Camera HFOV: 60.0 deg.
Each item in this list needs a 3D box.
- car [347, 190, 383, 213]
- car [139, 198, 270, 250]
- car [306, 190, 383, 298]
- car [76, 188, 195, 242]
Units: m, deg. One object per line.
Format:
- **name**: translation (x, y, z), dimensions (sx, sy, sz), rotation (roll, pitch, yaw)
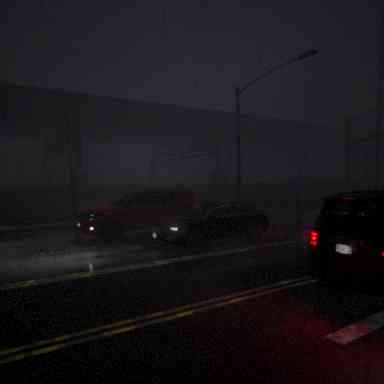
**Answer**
- **car**: translation (13.834, 0.673, 24.928), dimensions (4.674, 1.442, 1.812), rotation (-2, 2, -32)
- **car**: translation (0.794, 1.155, 12.740), dimensions (4.902, 1.511, 2.128), rotation (-2, 2, -32)
- **car**: translation (4.865, 0.955, 6.925), dimensions (5.566, 2.045, 2.150), rotation (-2, 2, -30)
- **car**: translation (-2.241, 0.888, 14.970), dimensions (5.566, 2.045, 2.150), rotation (-2, 2, -32)
